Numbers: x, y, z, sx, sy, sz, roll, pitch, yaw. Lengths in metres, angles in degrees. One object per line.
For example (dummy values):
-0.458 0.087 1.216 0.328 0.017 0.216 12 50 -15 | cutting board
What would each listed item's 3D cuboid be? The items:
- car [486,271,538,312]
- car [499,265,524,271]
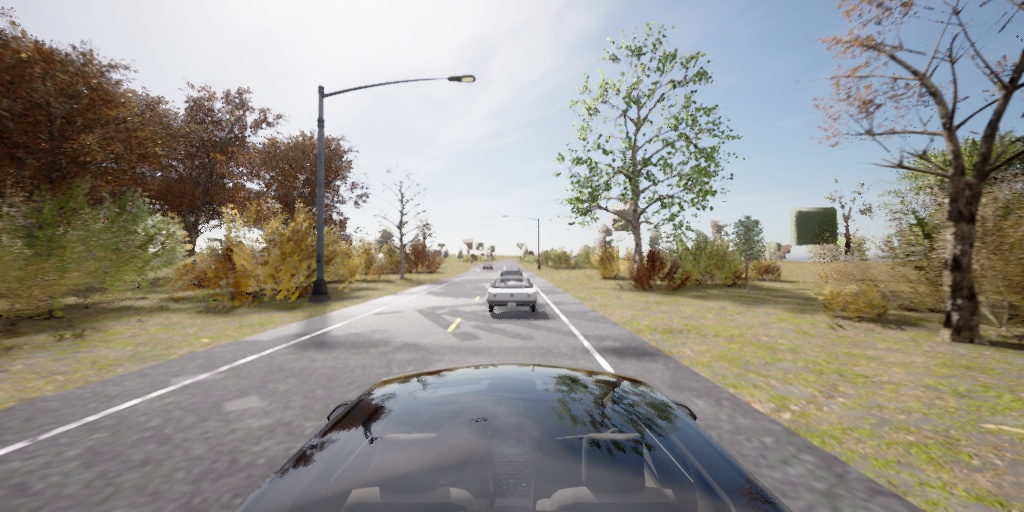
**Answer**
0.013 1.489 15.101 1.895 1.301 4.718 0 -1 0 | car
-0.032 1.537 30.359 2.128 1.511 4.902 0 0 0 | car
